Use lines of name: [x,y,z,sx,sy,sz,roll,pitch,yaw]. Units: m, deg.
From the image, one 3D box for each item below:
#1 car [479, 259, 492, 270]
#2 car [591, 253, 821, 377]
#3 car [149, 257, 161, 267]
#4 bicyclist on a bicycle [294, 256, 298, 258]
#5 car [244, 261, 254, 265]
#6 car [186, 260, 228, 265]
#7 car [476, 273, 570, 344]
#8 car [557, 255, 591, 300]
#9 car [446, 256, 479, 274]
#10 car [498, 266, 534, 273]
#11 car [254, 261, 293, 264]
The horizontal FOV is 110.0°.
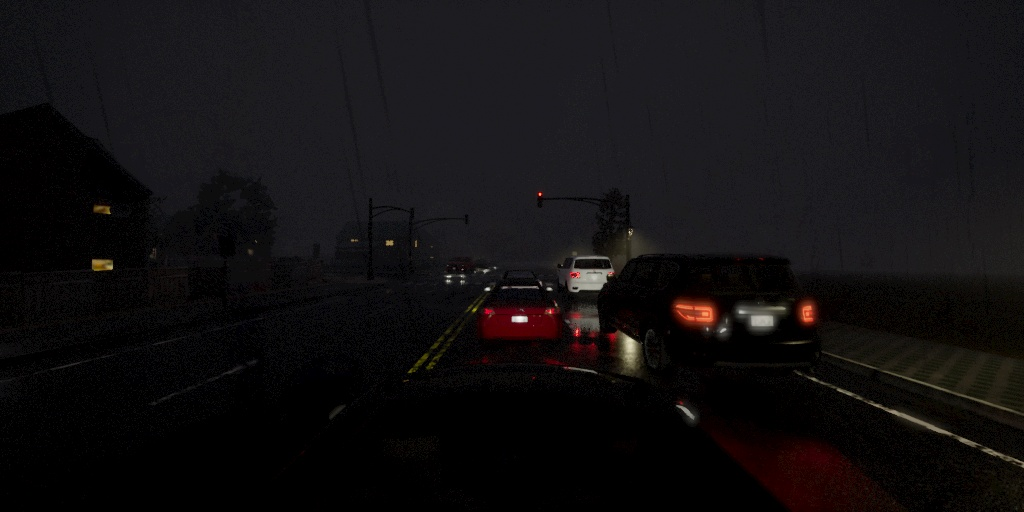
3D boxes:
car: [-4.806,1.193,56.059,2.097,1.767,4.553,0,0,4]
car: [3.402,0.974,7.537,2.150,2.045,5.566,0,0,0]
car: [-40.290,0.625,38.664,4.892,1.490,1.837,1,-1,16]
bicyclist on a bicycle: [-24.188,0.781,40.246,0.582,1.620,1.656,1,-1,16]
car: [-29.591,0.821,38.700,5.008,1.535,1.882,1,-1,16]
car: [-30.411,0.829,35.895,5.357,1.411,2.033,1,-1,16]
car: [0.177,1.319,9.659,1.994,1.385,4.181,0,0,0]
car: [3.554,0.983,17.896,2.150,2.045,5.566,0,0,1]
car: [-5.912,1.030,42.007,2.150,2.045,5.566,0,0,9]
car: [0.342,1.364,18.469,1.895,1.301,4.718,0,0,-3]
car: [-20.871,0.940,33.229,4.892,1.490,1.837,1,-1,16]
